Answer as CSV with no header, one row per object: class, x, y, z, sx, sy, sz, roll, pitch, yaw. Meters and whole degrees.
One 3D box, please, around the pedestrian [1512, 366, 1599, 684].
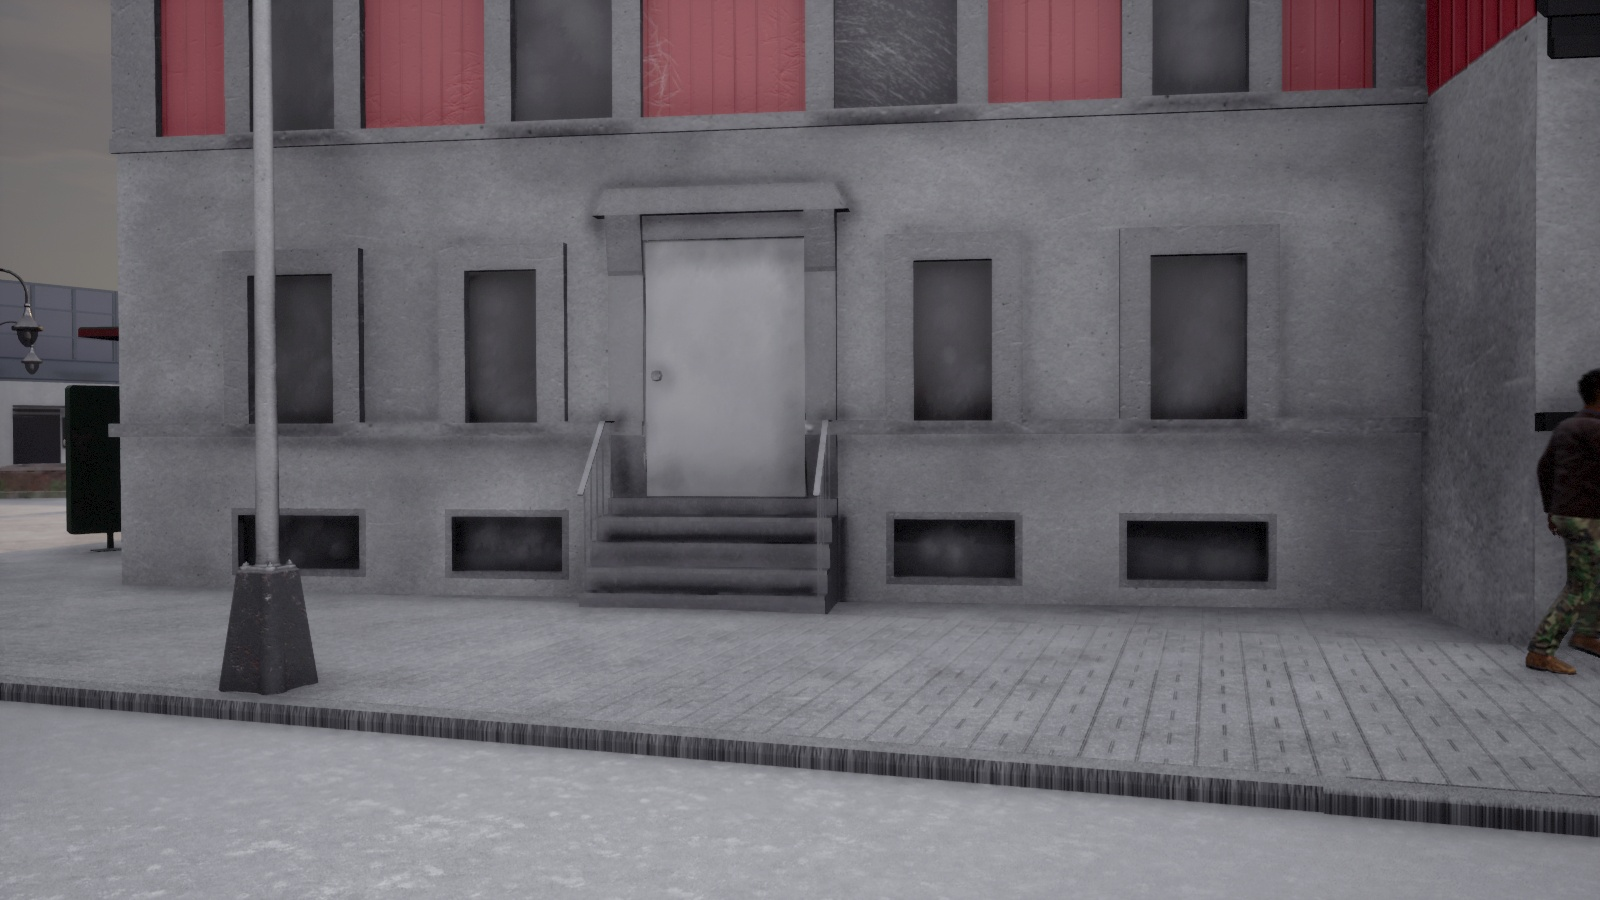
pedestrian,4.704,0.434,7.466,0.703,1.840,0.431,0,1,12
